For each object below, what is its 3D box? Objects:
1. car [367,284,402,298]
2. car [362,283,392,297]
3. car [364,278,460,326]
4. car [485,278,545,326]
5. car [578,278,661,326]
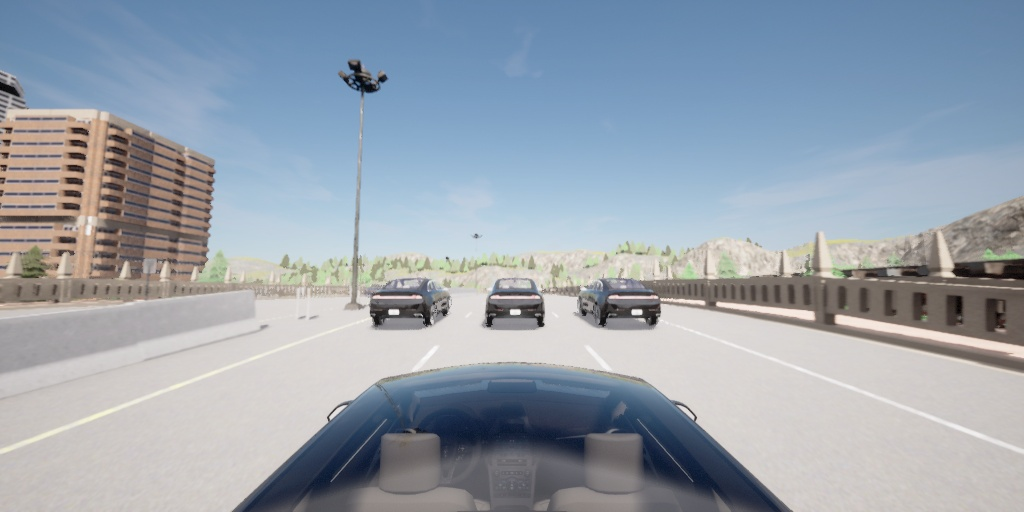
[{"bbox_3d":[-14.092,3.902,39.958,2.128,1.511,4.902,0,-6,0],"label":"car"},{"bbox_3d":[-17.581,4.445,46.983,2.097,1.767,4.553,0,-5,0],"label":"car"},{"bbox_3d":[-3.402,1.532,12.765,2.128,1.511,4.902,0,-3,0],"label":"car"},{"bbox_3d":[0.098,1.531,12.756,2.128,1.511,4.902,0,-3,0],"label":"car"},{"bbox_3d":[3.598,1.531,12.751,2.128,1.511,4.902,0,-3,0],"label":"car"}]
